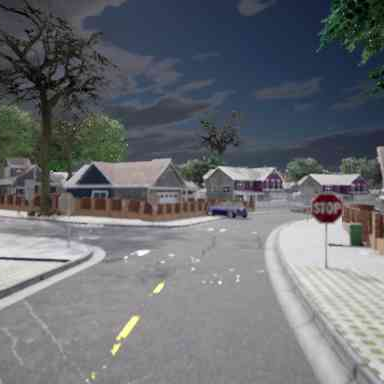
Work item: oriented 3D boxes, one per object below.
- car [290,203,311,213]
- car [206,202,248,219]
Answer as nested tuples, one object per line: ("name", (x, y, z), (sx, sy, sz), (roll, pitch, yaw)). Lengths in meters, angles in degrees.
("car", (15.673, 2.263, 47.576), (1.812, 1.442, 4.674), (0, -1, 40))
("car", (3.531, 1.771, 34.635), (2.097, 1.767, 4.553), (-1, 1, -40))
